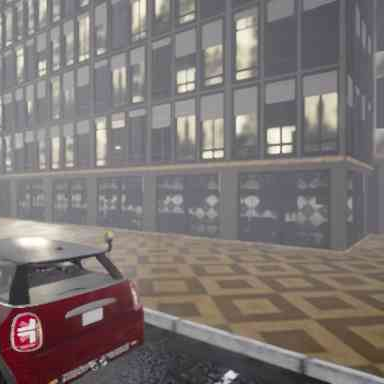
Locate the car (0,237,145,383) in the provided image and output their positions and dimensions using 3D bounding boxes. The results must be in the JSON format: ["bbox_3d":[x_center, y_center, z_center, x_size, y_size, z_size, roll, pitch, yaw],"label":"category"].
[{"bbox_3d":[-2.676,1.371,4.802,4.097,1.590,1.967,1,0,35],"label":"car"}]
